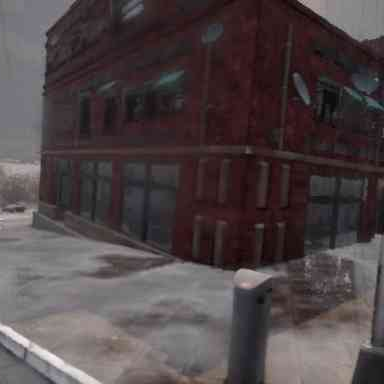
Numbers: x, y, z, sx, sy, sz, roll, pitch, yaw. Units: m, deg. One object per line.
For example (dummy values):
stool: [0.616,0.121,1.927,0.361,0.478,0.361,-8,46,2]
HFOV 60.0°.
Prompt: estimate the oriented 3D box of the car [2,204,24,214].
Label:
car: [-29.760,2.769,55.504,1.882,1.535,5.008,4,-3,-5]
